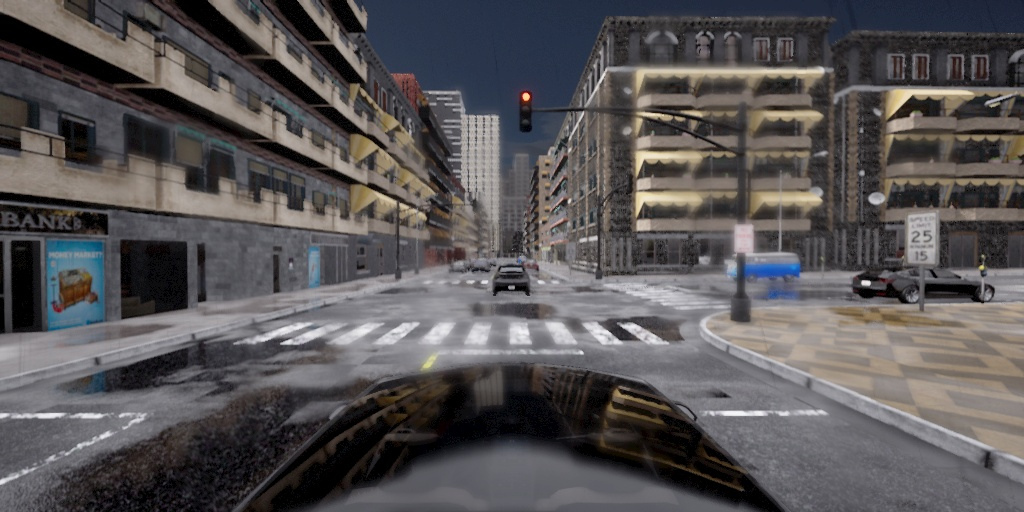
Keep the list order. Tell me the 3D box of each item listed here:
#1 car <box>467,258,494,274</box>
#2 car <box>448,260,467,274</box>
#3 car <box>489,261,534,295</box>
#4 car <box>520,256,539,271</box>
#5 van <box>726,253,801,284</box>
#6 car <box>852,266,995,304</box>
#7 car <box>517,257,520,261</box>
[{"bbox_3d":[-3.379,1.203,39.572,2.033,1.411,5.357,0,0,0],"label":"car"},{"bbox_3d":[-5.975,1.205,39.938,2.007,1.370,4.403,0,0,0],"label":"car"},{"bbox_3d":[-0.034,1.208,19.146,1.837,1.490,4.892,0,0,0],"label":"car"},{"bbox_3d":[2.364,1.084,45.523,1.967,1.591,4.097,0,0,0],"label":"car"},{"bbox_3d":[15.505,0.730,22.214,3.998,1.789,1.690,0,0,-1],"label":"van"},{"bbox_3d":[15.686,1.047,13.836,4.313,1.339,1.948,0,0,-1],"label":"car"},{"bbox_3d":[2.240,1.162,62.106,2.007,1.370,4.403,0,0,0],"label":"car"}]
